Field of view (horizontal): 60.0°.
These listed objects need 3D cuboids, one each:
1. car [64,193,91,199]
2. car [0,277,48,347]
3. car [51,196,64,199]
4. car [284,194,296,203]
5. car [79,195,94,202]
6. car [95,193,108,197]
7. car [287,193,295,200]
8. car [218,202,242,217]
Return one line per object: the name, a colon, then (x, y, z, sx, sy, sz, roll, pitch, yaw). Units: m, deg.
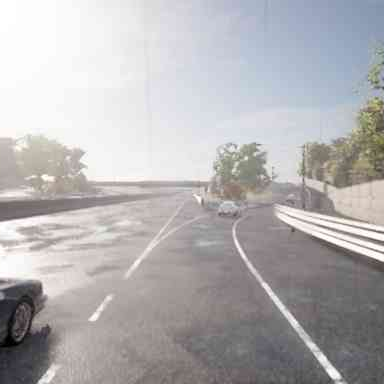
car: (-20.989, 1.224, 61.206, 2.150, 2.045, 5.566, 0, 0, 0)
car: (-3.398, 1.547, 3.245, 2.033, 1.411, 5.357, 0, 0, 0)
car: (-24.489, 1.505, 61.162, 1.837, 1.490, 4.892, 0, 0, 0)
car: (22.850, 1.838, 78.644, 1.812, 1.442, 4.674, 0, 3, 21)
car: (-24.476, 1.542, 77.308, 1.812, 1.442, 4.674, 0, 0, 0)
car: (-20.976, 1.243, 77.360, 2.150, 2.045, 5.566, 0, 0, 0)
car: (26.348, 1.239, 88.119, 1.812, 1.442, 4.674, 0, 4, 19)
car: (3.961, 1.757, 34.511, 1.812, 1.442, 4.674, 0, -2, 17)
